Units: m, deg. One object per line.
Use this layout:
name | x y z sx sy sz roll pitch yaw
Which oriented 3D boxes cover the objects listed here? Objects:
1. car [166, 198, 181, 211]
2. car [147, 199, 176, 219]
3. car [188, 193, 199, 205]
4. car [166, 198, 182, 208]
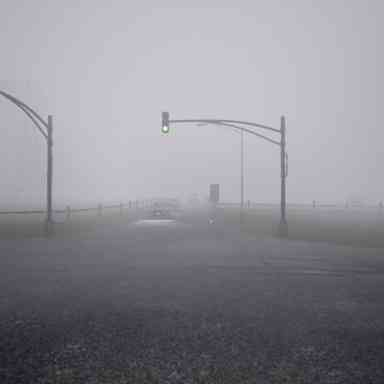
car | -2.684 1.493 39.235 1.882 1.535 5.008 0 0 1
car | -2.736 1.574 29.055 1.994 1.385 4.181 0 0 1
car | 0.255 1.509 59.571 1.882 1.535 5.008 0 0 0
car | -2.622 1.570 49.597 2.033 1.411 5.357 0 0 1
